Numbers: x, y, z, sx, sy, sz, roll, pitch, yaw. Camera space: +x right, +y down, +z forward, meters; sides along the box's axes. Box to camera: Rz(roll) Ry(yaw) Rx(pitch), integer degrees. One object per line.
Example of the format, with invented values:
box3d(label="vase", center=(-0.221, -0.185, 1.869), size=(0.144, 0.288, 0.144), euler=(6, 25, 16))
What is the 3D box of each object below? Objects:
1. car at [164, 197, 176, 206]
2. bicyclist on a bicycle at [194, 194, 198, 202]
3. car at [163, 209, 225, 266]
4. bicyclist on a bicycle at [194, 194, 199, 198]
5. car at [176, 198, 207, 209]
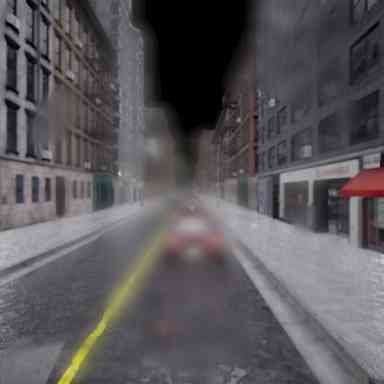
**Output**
box3d(label="car", center=(-3.064, 1.422, 49.511), size=(1.895, 1.301, 4.718), euler=(0, 0, 0))
box3d(label="bicyclist on a bicycle", center=(0.836, 1.194, 68.049), size=(0.866, 1.612, 1.509), euler=(0, 0, 0))
box3d(label="car", center=(0.071, 1.488, 11.328), size=(1.812, 1.442, 4.674), euler=(0, 0, 1))
box3d(label="bicyclist on a bicycle", center=(0.834, 1.226, 59.049), size=(0.866, 1.612, 1.509), euler=(0, 0, 0))
box3d(label="car", center=(0.073, 1.257, 26.341), size=(2.097, 1.767, 4.553), euler=(0, 0, 0))
